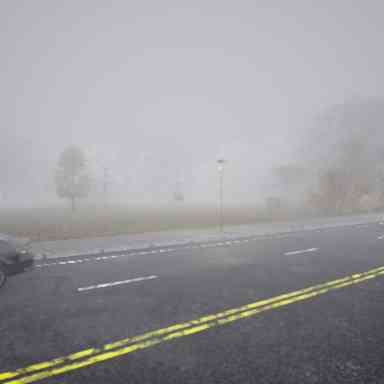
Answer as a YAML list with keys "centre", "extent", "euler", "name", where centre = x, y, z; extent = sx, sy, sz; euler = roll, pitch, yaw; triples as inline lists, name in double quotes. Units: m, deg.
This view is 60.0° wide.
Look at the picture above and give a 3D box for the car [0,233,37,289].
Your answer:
- centre: [-6.030, 1.538, 7.374]
  extent: [4.674, 1.442, 1.812]
  euler: [0, 0, -35]
  name: "car"
